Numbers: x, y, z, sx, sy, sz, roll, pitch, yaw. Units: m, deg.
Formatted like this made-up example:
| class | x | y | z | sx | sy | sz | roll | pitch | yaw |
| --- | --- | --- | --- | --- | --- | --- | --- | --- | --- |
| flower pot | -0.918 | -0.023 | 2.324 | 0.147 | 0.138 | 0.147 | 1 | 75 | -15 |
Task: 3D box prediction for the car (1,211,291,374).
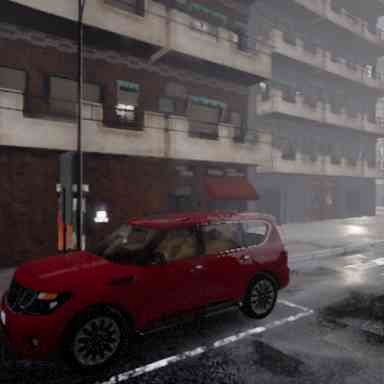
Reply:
| class | x | y | z | sx | sy | sz | roll | pitch | yaw |
| --- | --- | --- | --- | --- | --- | --- | --- | --- | --- |
| car | -0.402 | 1.311 | 5.804 | 5.009 | 1.841 | 2.192 | 0 | 0 | -35 |
